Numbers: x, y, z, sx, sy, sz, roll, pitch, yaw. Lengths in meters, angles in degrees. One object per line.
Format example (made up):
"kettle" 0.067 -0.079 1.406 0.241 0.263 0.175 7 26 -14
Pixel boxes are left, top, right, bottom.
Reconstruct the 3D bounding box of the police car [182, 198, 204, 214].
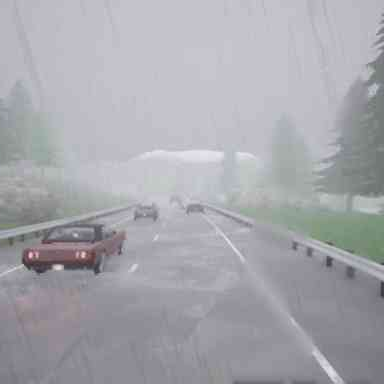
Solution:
"police car" 0.259 1.572 37.361 1.930 1.638 5.238 0 0 -3

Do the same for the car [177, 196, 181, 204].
"car" -0.893 1.714 53.410 1.837 1.490 4.892 0 0 -5

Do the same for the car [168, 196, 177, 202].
"car" -4.979 1.687 84.886 2.033 1.411 5.357 0 0 -6

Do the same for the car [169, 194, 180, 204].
"car" -3.563 1.375 70.218 2.150 2.045 5.566 0 0 -6

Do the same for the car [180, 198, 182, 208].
"car" -0.398 1.712 47.355 1.812 1.442 4.674 0 0 -4

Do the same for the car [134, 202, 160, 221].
"car" -3.813 1.603 28.546 2.128 1.511 4.902 0 0 -2

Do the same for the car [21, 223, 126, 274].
"car" -3.420 1.643 10.697 1.895 1.301 4.718 0 0 0
